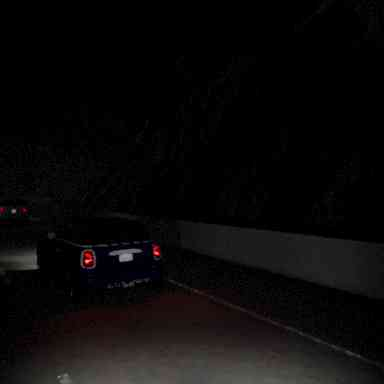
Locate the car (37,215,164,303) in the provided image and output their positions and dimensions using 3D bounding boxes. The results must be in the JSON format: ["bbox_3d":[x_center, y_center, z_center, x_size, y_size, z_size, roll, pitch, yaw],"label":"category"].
[{"bbox_3d":[-2.619,1.433,8.814,2.097,1.767,4.553,0,-1,-35],"label":"car"}]

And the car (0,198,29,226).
[{"bbox_3d":[-14.067,1.455,25.939,2.150,2.045,5.566,0,-1,-31],"label":"car"}]
